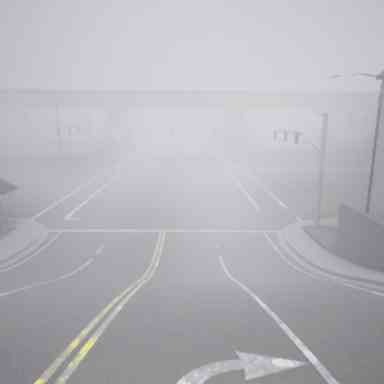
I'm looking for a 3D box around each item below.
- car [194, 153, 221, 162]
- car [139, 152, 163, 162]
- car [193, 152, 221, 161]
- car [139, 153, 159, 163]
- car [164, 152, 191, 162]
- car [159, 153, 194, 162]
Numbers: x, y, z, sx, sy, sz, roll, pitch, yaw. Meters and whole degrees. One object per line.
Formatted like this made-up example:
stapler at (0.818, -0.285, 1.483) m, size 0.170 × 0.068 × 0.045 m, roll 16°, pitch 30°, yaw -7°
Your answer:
car at (2.719, -6.227, 59.844) m, size 4.974 × 1.542 × 2.038 m, roll 7°, pitch 14°, yaw 28°
car at (-7.299, -6.227, 59.141) m, size 4.536 × 1.218 × 1.853 m, roll 12°, pitch 17°, yaw 43°
car at (2.674, -6.386, 59.835) m, size 4.536 × 1.218 × 1.853 m, roll 7°, pitch 14°, yaw 28°
car at (-7.261, -6.065, 59.140) m, size 4.974 × 1.542 × 2.038 m, roll 12°, pitch 17°, yaw 43°
car at (-2.612, -6.224, 59.111) m, size 4.536 × 1.218 × 1.853 m, roll -9°, pitch 15°, yaw -35°
car at (-2.653, -6.063, 59.115) m, size 4.974 × 1.542 × 2.038 m, roll -9°, pitch 15°, yaw -35°
